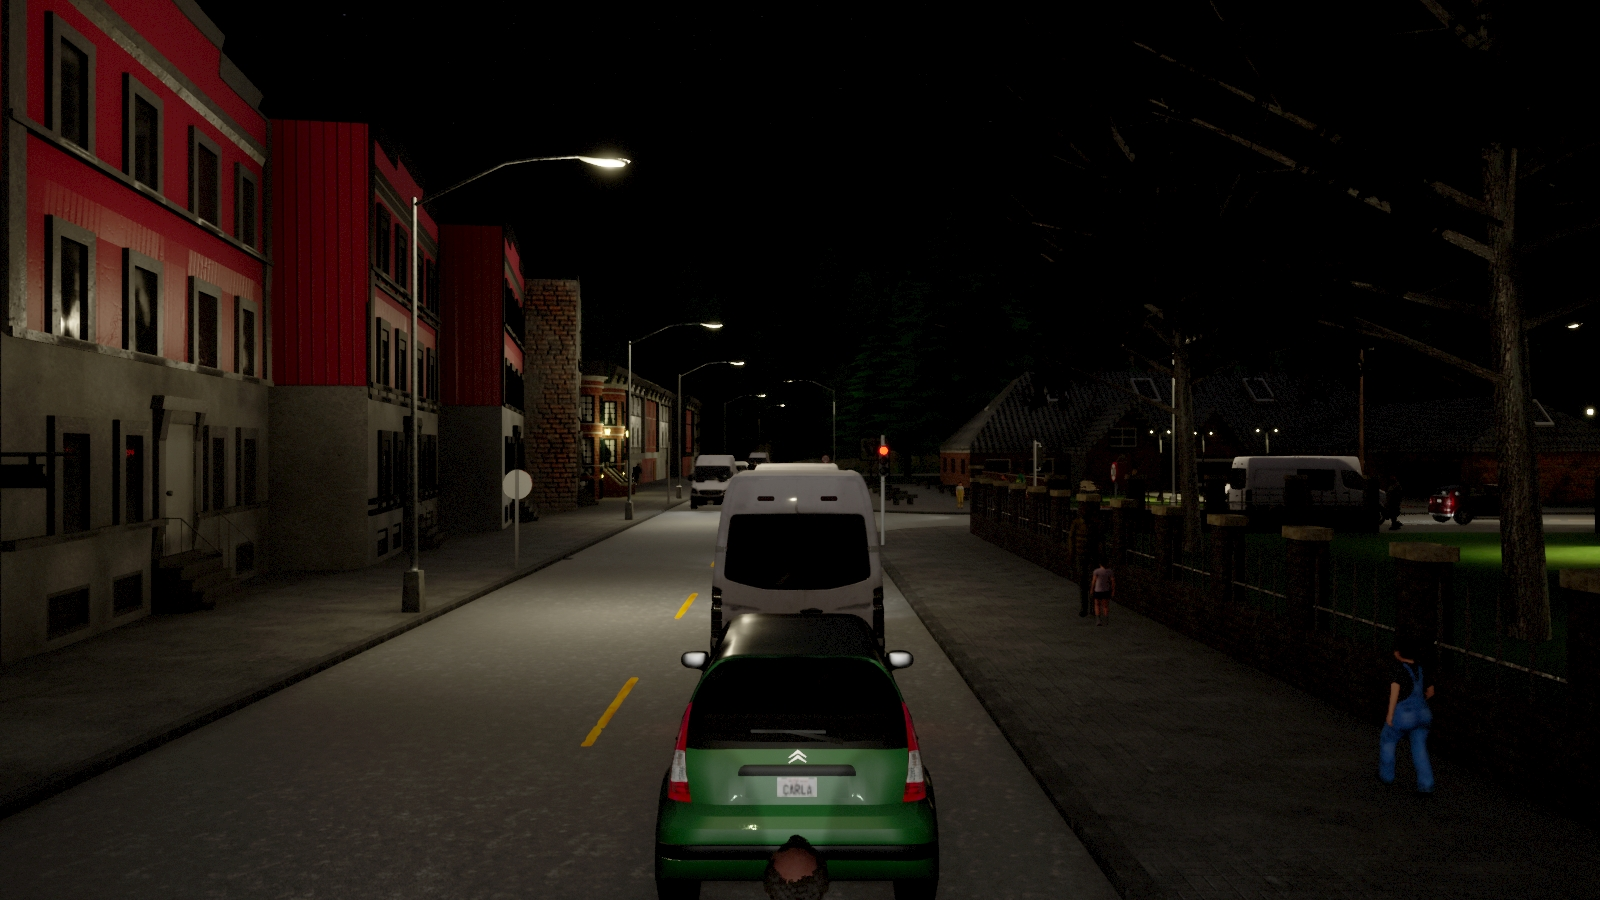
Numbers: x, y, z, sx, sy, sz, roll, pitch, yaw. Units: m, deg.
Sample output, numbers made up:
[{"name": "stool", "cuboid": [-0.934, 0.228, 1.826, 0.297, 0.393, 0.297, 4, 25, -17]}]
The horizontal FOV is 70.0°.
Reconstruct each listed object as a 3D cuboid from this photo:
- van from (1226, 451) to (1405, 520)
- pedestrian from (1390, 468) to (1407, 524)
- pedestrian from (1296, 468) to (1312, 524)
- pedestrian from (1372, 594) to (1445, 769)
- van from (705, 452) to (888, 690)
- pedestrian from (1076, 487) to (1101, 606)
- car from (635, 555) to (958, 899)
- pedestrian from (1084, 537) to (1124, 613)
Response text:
[{"name": "van", "cuboid": [19.552, 1.314, 43.543, 5.915, 2.561, 1.988, 0, 0, 1]}, {"name": "pedestrian", "cuboid": [19.950, 1.525, 38.093, 0.375, 1.860, 0.375, 0, 0, 0]}, {"name": "pedestrian", "cuboid": [16.817, 1.525, 38.127, 0.375, 1.860, 0.375, 0, 0, 2]}, {"name": "pedestrian", "cuboid": [4.783, 1.805, 8.992, 0.375, 1.300, 0.375, 0, 0, 0]}, {"name": "van", "cuboid": [-0.048, 1.314, 15.312, 1.988, 2.561, 5.915, 0, 0, 0]}, {"name": "pedestrian", "cuboid": [4.613, 1.525, 18.266, 0.375, 1.860, 0.375, 0, 0, 17]}, {"name": "car", "cuboid": [-0.023, 1.779, 8.527, 1.851, 1.617, 3.988, 0, 0, 0]}, {"name": "pedestrian", "cuboid": [4.642, 1.904, 17.451, 0.500, 1.100, 0.500, 0, 0, 4]}]
